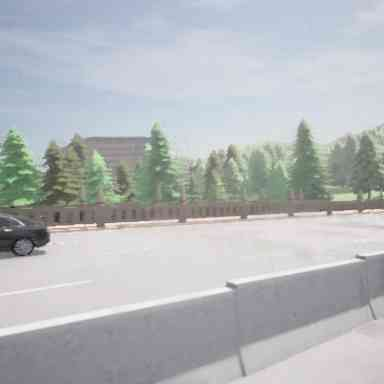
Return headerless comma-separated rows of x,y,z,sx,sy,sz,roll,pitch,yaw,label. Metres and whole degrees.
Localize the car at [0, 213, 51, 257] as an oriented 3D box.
-7.523,1.520,11.520,4.892,1.490,1.837,0,0,-35,car
